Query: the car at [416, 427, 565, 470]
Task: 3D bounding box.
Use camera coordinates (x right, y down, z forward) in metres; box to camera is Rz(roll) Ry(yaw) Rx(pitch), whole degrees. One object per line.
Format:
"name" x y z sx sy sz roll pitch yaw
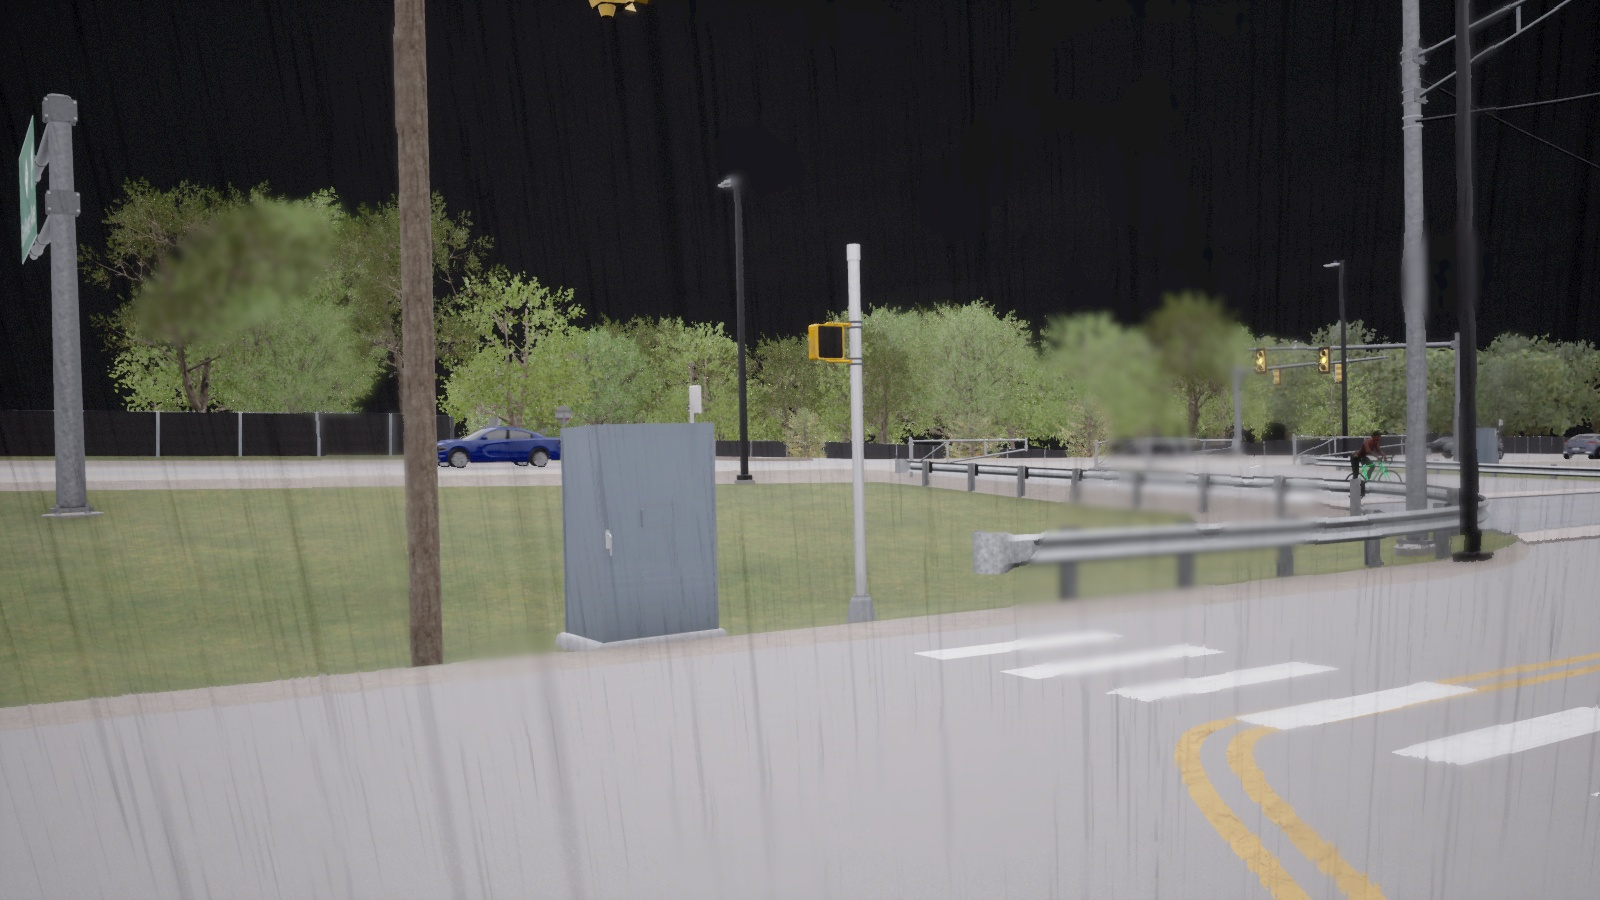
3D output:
"car" -11.401 -0.061 46.439 5.008 1.535 1.882 0 0 -34

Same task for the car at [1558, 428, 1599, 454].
"car" 50.911 -0.583 80.402 5.027 1.651 2.152 0 0 -34

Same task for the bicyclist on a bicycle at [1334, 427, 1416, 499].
"bicyclist on a bicycle" 13.444 0.322 29.412 0.582 1.620 1.656 -1 -2 -27

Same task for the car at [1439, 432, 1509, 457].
"car" 42.324 -0.363 78.794 4.514 1.525 2.007 -1 0 -34
